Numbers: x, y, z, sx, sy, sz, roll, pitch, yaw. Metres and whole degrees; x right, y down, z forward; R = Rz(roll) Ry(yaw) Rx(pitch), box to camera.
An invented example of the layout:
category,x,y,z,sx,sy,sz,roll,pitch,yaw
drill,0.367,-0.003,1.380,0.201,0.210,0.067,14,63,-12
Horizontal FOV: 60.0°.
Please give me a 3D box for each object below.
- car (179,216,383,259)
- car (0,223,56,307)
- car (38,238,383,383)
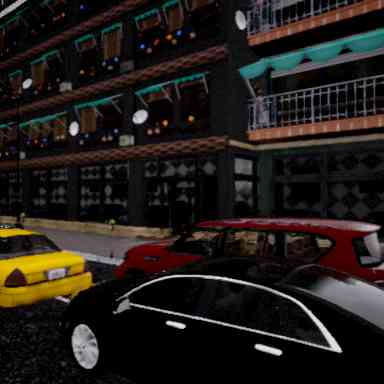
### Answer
category,x,y,z,sx,sy,sz,roll,pitch,yaw
car,0.854,1.361,5.963,5.009,1.841,2.192,0,-1,36
car,-4.580,1.499,7.694,5.366,1.575,1.801,0,0,36
car,0.378,1.542,3.993,4.892,1.490,1.837,0,-1,36
